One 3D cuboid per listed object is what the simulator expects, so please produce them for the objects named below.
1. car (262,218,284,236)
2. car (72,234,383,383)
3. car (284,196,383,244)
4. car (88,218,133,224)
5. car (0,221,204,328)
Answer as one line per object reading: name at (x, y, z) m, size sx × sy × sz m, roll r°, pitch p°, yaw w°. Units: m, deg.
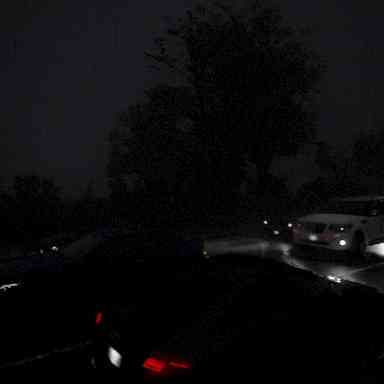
car at (5.709, 1.553, 16.731) m, size 4.718 × 1.301 × 1.895 m, roll 0°, pitch 0°, yaw -36°
car at (0.875, 1.554, 4.391) m, size 4.181 × 1.385 × 1.994 m, roll 0°, pitch 0°, yaw -36°
car at (6.310, 1.180, 12.856) m, size 5.566 × 2.045 × 2.150 m, roll 0°, pitch 0°, yaw -36°
car at (-2.696, 1.552, 10.685) m, size 4.181 × 1.385 × 1.994 m, roll 0°, pitch 0°, yaw -36°
car at (-1.717, 1.518, 7.081) m, size 4.674 × 1.442 × 1.812 m, roll 0°, pitch 0°, yaw -35°
